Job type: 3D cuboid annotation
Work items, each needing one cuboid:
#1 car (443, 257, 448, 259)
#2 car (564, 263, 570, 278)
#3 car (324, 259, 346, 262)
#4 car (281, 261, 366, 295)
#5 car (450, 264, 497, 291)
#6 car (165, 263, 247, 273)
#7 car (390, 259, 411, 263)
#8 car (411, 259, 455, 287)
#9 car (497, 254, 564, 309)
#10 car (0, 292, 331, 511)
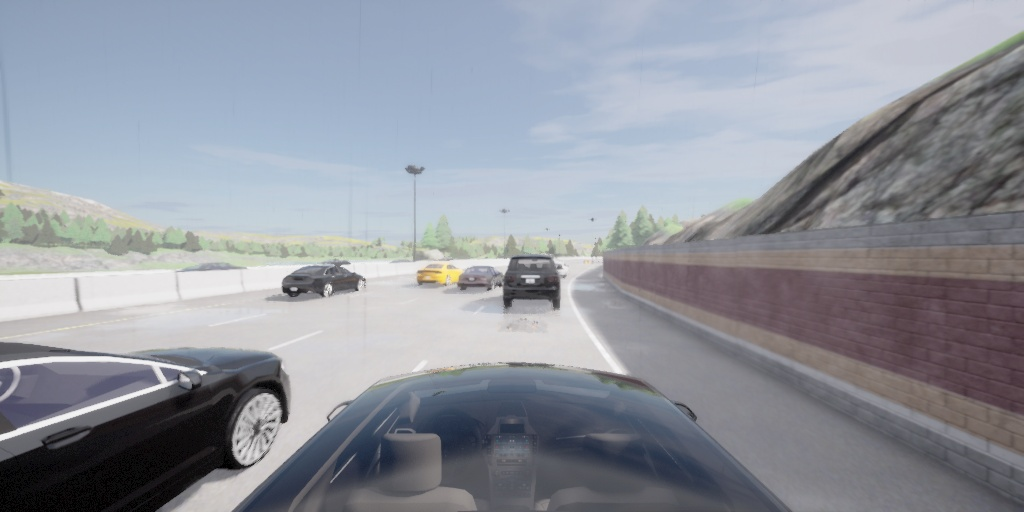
[{"bbox_3d":[-11.878,1.215,55.095,1.994,1.385,4.181,0,0,15],"label":"car"},{"bbox_3d":[4.216,1.252,33.122,1.812,1.442,4.674,0,0,14],"label":"car"},{"bbox_3d":[-24.394,1.110,49.068,2.128,1.511,4.902,0,0,15],"label":"car"},{"bbox_3d":[-9.253,1.207,18.064,1.837,1.490,4.892,0,0,6],"label":"car"},{"bbox_3d":[-1.756,1.269,21.522,2.033,1.411,5.357,0,0,9],"label":"car"},{"bbox_3d":[-22.379,1.198,26.484,2.033,1.411,5.357,0,0,10],"label":"car"},{"bbox_3d":[-18.112,1.174,58.835,2.033,1.411,5.357,0,0,15],"label":"car"},{"bbox_3d":[-4.771,1.186,24.467,1.882,1.535,5.008,0,0,10],"label":"car"},{"bbox_3d":[0.936,0.959,15.142,2.150,2.045,5.566,0,0,6],"label":"car"},{"bbox_3d":[-3.319,1.231,1.938,2.128,1.511,4.902,0,0,0],"label":"car"}]
